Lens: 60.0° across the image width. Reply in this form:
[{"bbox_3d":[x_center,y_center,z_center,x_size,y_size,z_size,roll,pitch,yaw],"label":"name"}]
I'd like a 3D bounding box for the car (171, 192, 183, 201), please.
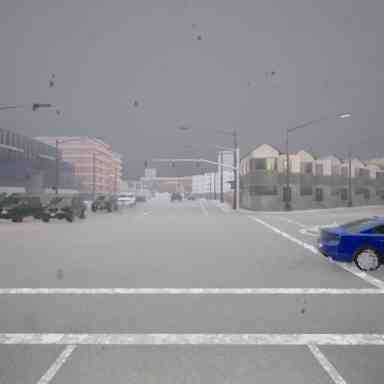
[{"bbox_3d":[-3.570,1.048,76.694,2.150,2.045,5.566,0,0,0],"label":"car"}]

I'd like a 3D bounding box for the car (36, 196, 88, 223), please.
[{"bbox_3d":[-10.497,1.391,27.555,2.150,2.045,5.566,0,-1,-3],"label":"car"}]

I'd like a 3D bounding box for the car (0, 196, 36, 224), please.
[{"bbox_3d":[-14.148,1.382,26.979,2.150,2.045,5.566,0,0,0],"label":"car"}]

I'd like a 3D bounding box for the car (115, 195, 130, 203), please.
[{"bbox_3d":[-14.066,1.410,67.666,2.033,1.411,5.357,0,1,0],"label":"car"}]

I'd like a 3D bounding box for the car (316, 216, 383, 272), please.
[{"bbox_3d":[6.481,1.506,10.206,5.008,1.535,1.882,0,0,5],"label":"car"}]

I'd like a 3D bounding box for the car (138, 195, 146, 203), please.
[{"bbox_3d":[-10.571,1.337,68.005,1.882,1.535,5.008,0,1,0],"label":"car"}]

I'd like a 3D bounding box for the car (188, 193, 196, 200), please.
[{"bbox_3d":[-0.081,1.137,87.785,2.097,1.767,4.553,0,-2,0],"label":"car"}]

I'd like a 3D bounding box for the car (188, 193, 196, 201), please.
[{"bbox_3d":[-0.071,1.419,77.825,1.895,1.301,4.718,0,-1,0],"label":"car"}]

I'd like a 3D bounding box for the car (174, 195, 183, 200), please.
[{"bbox_3d":[-3.581,1.477,87.804,2.128,1.511,4.902,0,-2,0],"label":"car"}]

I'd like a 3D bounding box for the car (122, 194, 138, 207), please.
[{"bbox_3d":[-10.644,1.325,54.013,2.150,2.045,5.566,0,0,0],"label":"car"}]

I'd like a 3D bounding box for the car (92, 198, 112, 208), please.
[{"bbox_3d":[-14.138,1.684,52.658,1.994,1.385,4.181,0,1,0],"label":"car"}]

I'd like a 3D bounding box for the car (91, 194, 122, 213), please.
[{"bbox_3d":[-10.639,1.438,40.819,2.150,2.045,5.566,0,0,0],"label":"car"}]

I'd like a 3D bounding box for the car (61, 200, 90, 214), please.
[{"bbox_3d":[-14.141,1.747,40.682,1.812,1.442,4.674,0,1,0],"label":"car"}]
